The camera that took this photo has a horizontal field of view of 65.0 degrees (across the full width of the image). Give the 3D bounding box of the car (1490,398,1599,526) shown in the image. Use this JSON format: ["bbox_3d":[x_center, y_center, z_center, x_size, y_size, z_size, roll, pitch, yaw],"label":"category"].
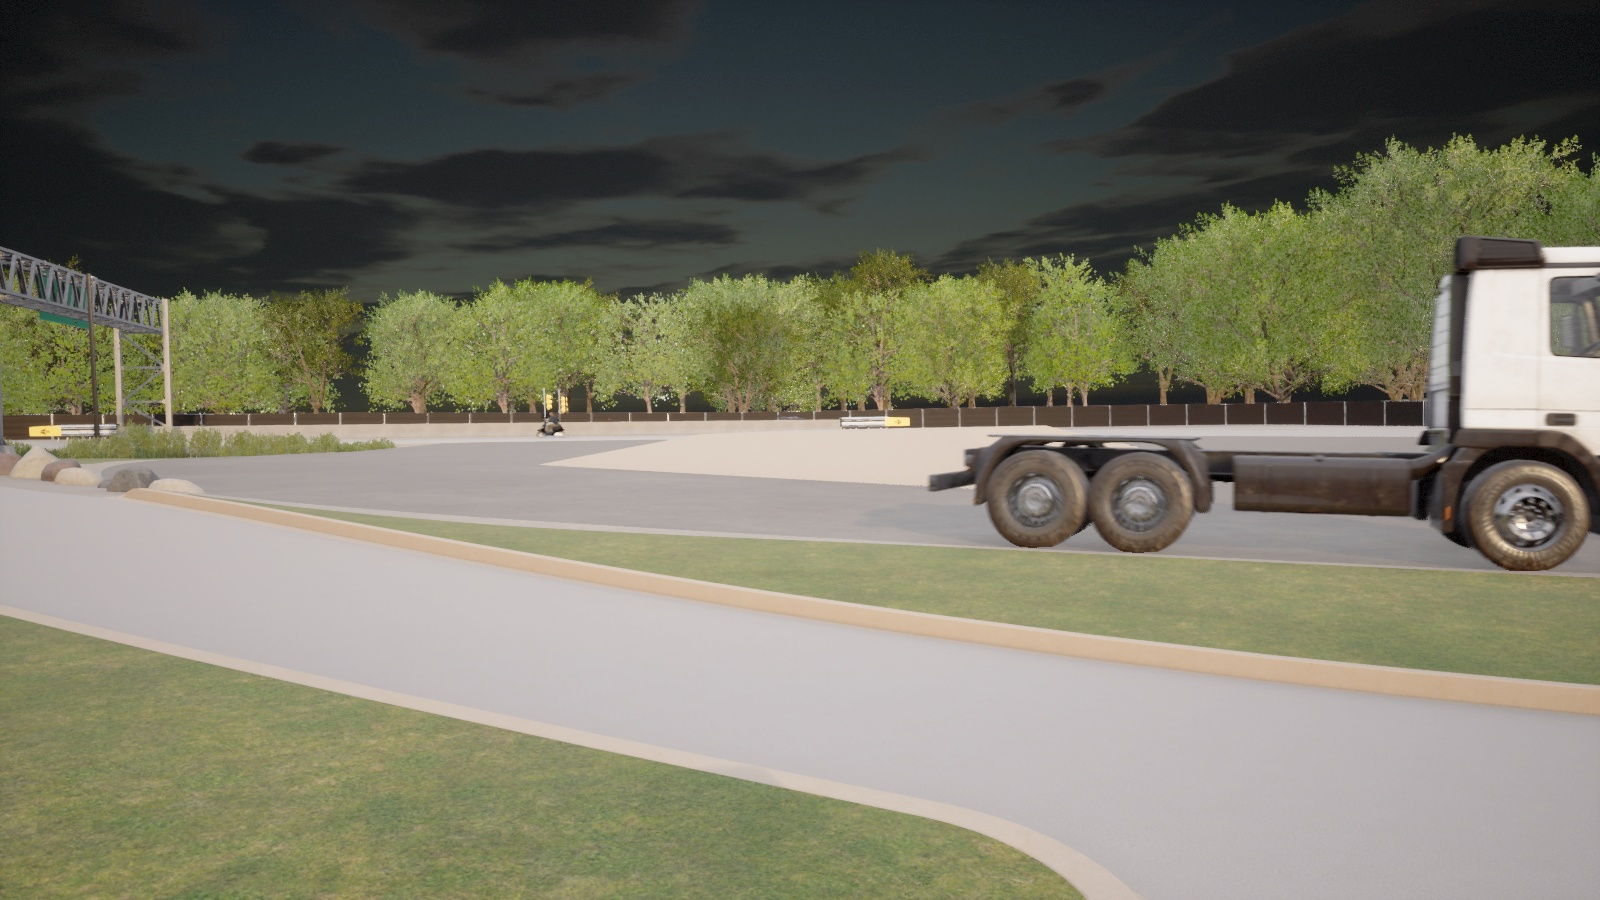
[{"bbox_3d":[12.383,0.089,17.074,4.856,1.649,2.033,-1,2,8],"label":"car"}]

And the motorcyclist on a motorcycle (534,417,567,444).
[{"bbox_3d":[-15.318,-1.184,77.001,1.817,1.590,0.866,-2,2,-20],"label":"motorcyclist on a motorcycle"}]

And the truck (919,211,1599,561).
[{"bbox_3d":[5.625,-0.659,14.783,7.936,3.462,2.891,0,1,19],"label":"truck"}]
